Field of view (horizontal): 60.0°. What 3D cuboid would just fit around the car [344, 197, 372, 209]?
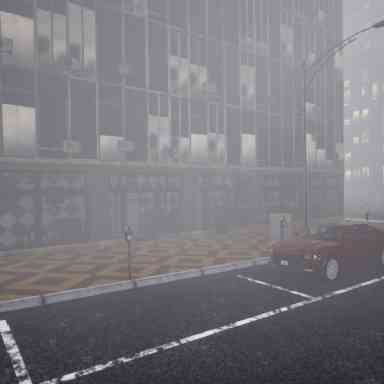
[{"bbox_3d":[18.691,1.275,39.604,1.752,1.417,4.829,-1,1,-35],"label":"car"}]

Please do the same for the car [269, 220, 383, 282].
[{"bbox_3d":[4.158,1.542,9.721,4.507,1.381,1.887,0,-1,-36],"label":"car"}]
